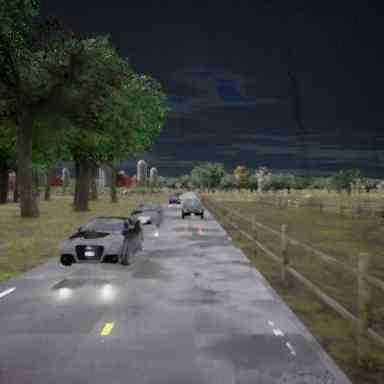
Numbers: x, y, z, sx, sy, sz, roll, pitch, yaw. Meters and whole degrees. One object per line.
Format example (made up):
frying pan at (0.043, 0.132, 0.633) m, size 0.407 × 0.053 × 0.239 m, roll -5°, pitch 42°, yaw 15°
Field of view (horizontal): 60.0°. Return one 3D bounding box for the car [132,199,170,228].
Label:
car at (-2.821, 1.448, 21.969) m, size 2.128 × 1.511 × 4.902 m, roll 0°, pitch 0°, yaw 0°

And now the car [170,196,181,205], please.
car at (-2.848, 1.401, 55.361) m, size 2.033 × 1.411 × 5.357 m, roll 0°, pitch 0°, yaw 1°

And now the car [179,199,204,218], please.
car at (0.074, 1.538, 28.916) m, size 1.895 × 1.301 × 4.718 m, roll 0°, pitch 0°, yaw 0°

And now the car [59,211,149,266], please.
car at (-2.841, 1.545, 11.311) m, size 1.994 × 1.385 × 4.181 m, roll 0°, pitch 0°, yaw 1°
